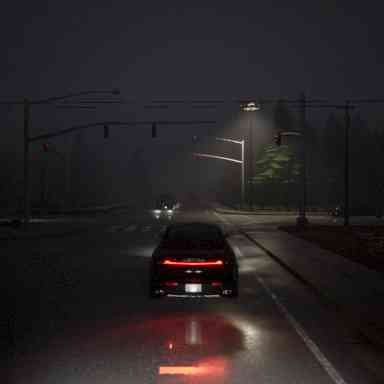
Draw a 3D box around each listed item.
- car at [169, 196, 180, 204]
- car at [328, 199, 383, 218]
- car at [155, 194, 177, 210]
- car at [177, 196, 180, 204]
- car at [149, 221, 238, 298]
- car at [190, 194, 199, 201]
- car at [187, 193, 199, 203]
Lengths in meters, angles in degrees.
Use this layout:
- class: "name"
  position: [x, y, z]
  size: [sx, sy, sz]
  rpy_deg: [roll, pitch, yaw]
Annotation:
- class: "car"
  position: [-3.419, 1.505, 65.911]
  size: [1.837, 1.490, 4.892]
  rpy_deg: [0, 0, 1]
- class: "car"
  position: [14.588, 1.379, 29.638]
  size: [4.553, 1.767, 2.097]
  rpy_deg: [0, 0, 1]
- class: "car"
  position: [-3.596, 1.225, 44.010]
  size: [2.150, 2.045, 5.566]
  rpy_deg: [0, 0, 0]
- class: "car"
  position: [-3.564, 1.564, 55.512]
  size: [1.994, 1.385, 4.181]
  rpy_deg: [0, 0, 0]
- class: "car"
  position: [0.048, 1.501, 8.502]
  size: [1.837, 1.490, 4.892]
  rpy_deg: [0, 0, 1]
- class: "car"
  position: [0.574, 1.355, 80.928]
  size: [2.097, 1.767, 4.553]
  rpy_deg: [0, 0, 2]
- class: "car"
  position: [0.254, 1.223, 68.006]
  size: [2.150, 2.045, 5.566]
  rpy_deg: [0, 0, 2]
